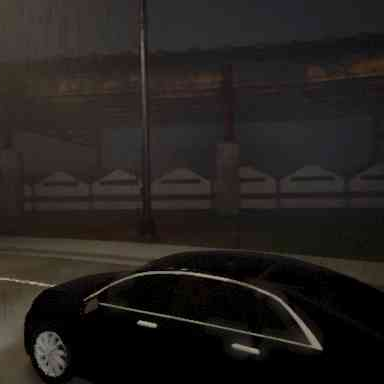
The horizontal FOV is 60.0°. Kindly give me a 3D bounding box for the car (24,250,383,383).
[{"bbox_3d":[0.090,1.451,3.791,4.892,1.490,1.837,0,-1,33],"label":"car"}]
